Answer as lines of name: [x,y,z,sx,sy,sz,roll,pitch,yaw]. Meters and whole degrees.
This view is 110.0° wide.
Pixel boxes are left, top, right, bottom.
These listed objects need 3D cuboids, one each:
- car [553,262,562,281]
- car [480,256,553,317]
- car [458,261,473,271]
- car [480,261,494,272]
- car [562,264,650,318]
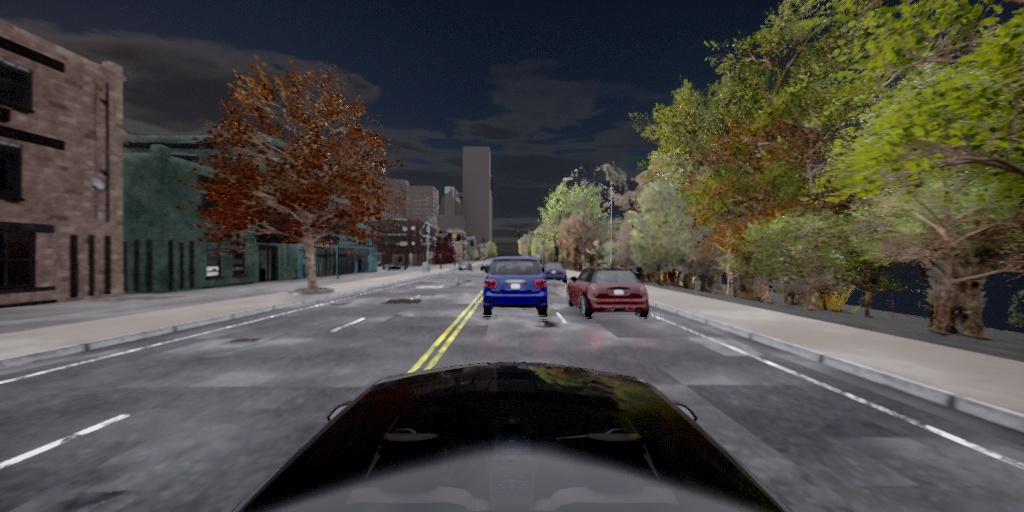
car: [3.196,1.261,29.828,2.097,1.767,4.553,0,0,-1]
car: [0.108,1.038,13.709,2.150,2.045,5.566,0,0,0]
car: [-7.026,1.537,54.370,2.128,1.511,4.902,0,0,-1]
car: [-3.778,1.525,54.690,1.882,1.535,5.008,0,-1,-1]
car: [3.352,1.168,13.377,2.097,1.767,4.553,0,0,0]
